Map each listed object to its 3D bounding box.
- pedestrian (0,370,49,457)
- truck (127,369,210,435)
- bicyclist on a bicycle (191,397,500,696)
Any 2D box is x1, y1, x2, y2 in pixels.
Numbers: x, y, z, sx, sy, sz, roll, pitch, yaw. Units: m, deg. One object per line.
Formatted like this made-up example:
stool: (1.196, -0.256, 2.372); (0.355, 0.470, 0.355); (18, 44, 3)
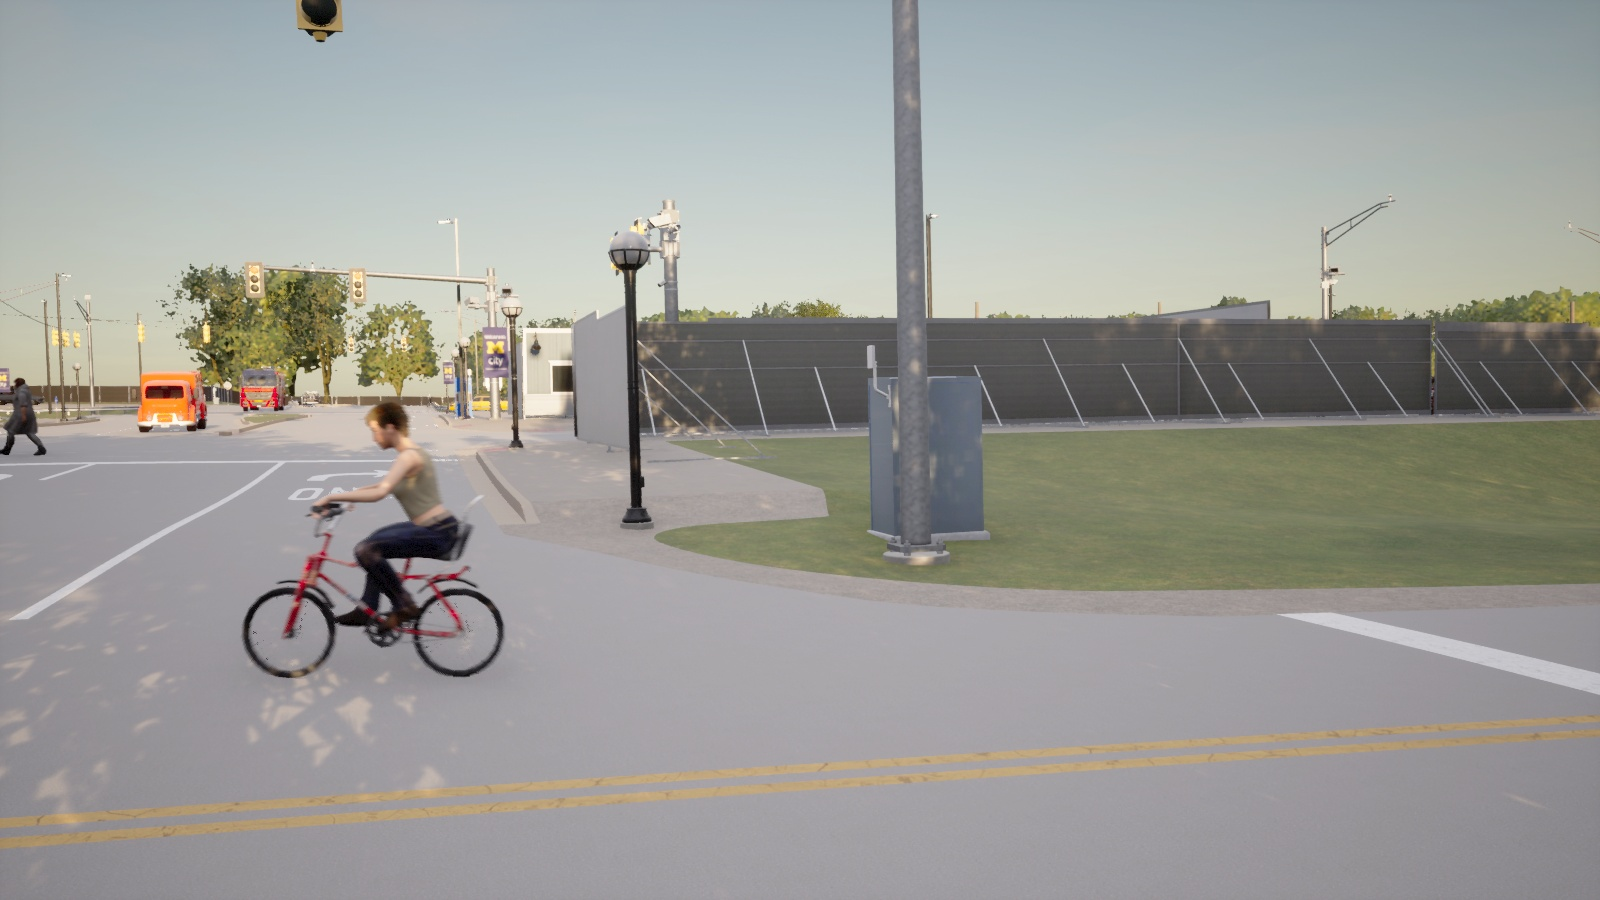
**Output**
pedestrian: (-17.917, -0.833, 28.857); (0.873, 1.952, 0.659); (-2, 2, -10)
truck: (-27.092, -2.138, 54.064); (2.627, 2.467, 5.204); (-1, 6, -21)
bicyclist on a bicycle: (-2.570, 0.519, 7.279); (1.509, 1.612, 0.866); (1, 3, -6)
